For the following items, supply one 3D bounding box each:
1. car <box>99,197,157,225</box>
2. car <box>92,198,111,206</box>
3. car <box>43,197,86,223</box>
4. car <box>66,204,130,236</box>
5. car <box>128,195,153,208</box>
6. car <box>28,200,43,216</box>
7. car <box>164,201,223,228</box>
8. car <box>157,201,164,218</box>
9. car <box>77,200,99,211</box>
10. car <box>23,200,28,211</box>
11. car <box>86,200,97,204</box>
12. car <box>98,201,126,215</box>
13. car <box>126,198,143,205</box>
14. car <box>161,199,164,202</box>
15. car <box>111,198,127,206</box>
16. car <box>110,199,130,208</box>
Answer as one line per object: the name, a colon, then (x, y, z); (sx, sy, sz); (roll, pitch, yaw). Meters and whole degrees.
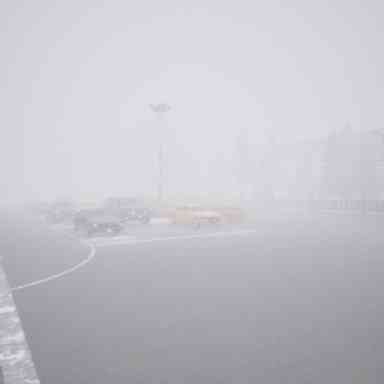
car: (-5.071, 1.375, 25.361); (2.150, 2.045, 5.566); (0, 0, -32)
car: (-17.695, 1.948, 64.939); (2.033, 1.411, 5.357); (0, 0, -32)
car: (-10.771, 1.532, 27.803); (2.097, 1.767, 4.553); (0, 0, -32)
car: (-5.767, 1.672, 19.897); (2.033, 1.411, 5.357); (0, 0, -31)
car: (-8.996, 1.565, 57.975); (2.150, 2.045, 5.566); (0, 0, -33)
car: (-16.249, 1.787, 36.414); (2.033, 1.411, 5.357); (0, 0, -32)
car: (0.164, 1.611, 23.654); (1.882, 1.535, 5.008); (0, 0, -33)
car: (-4.672, 1.749, 31.238); (1.994, 1.385, 4.181); (0, 0, -33)
car: (-14.703, 1.859, 47.070); (1.994, 1.385, 4.181); (0, 0, -32)
car: (-21.732, 1.777, 45.106); (1.882, 1.535, 5.008); (0, 0, -32)
car: (-10.665, 1.692, 34.158); (1.882, 1.535, 5.008); (0, 0, -33)
car: (-9.355, 1.801, 38.627); (1.994, 1.385, 4.181); (0, 0, -32)
car: (-11.993, 1.964, 69.017); (1.994, 1.385, 4.181); (0, 0, -32)
car: (-6.604, 1.857, 60.589); (1.837, 1.490, 4.892); (0, 0, -32)
car: (-14.687, 1.967, 66.730); (1.994, 1.385, 4.181); (0, 0, -32)
car: (-12.315, 1.869, 56.674); (1.812, 1.442, 4.674); (0, 0, -33)
